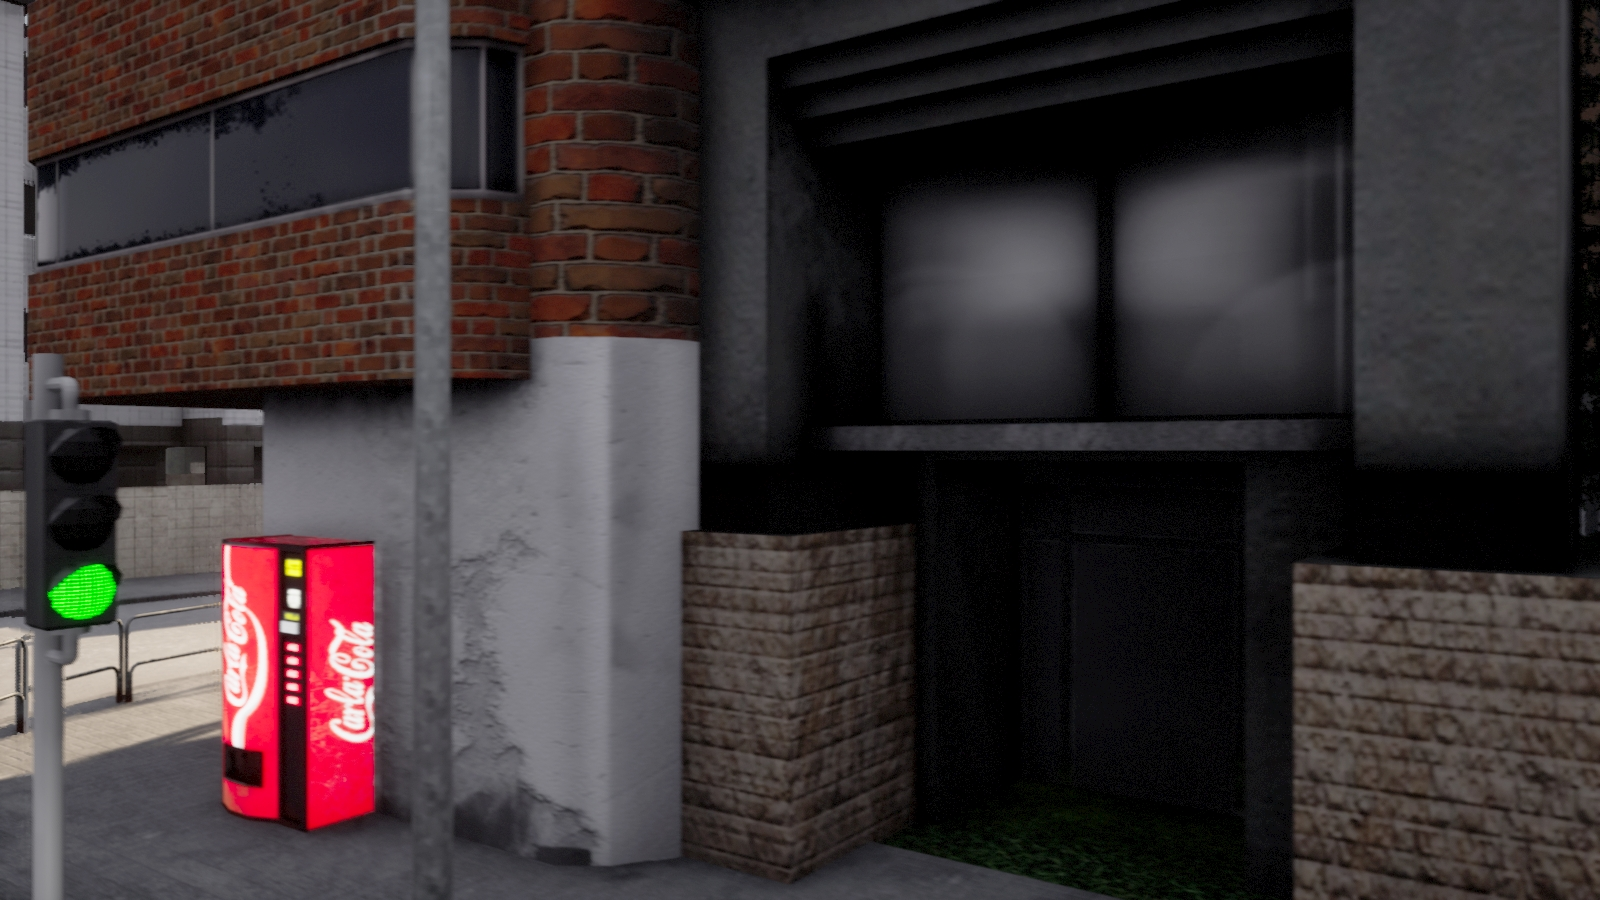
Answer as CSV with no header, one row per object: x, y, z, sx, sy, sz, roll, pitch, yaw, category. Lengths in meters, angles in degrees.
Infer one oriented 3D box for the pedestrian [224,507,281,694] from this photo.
-5.602,1.525,11.703,0.375,1.860,0.375,0,0,8,pedestrian
